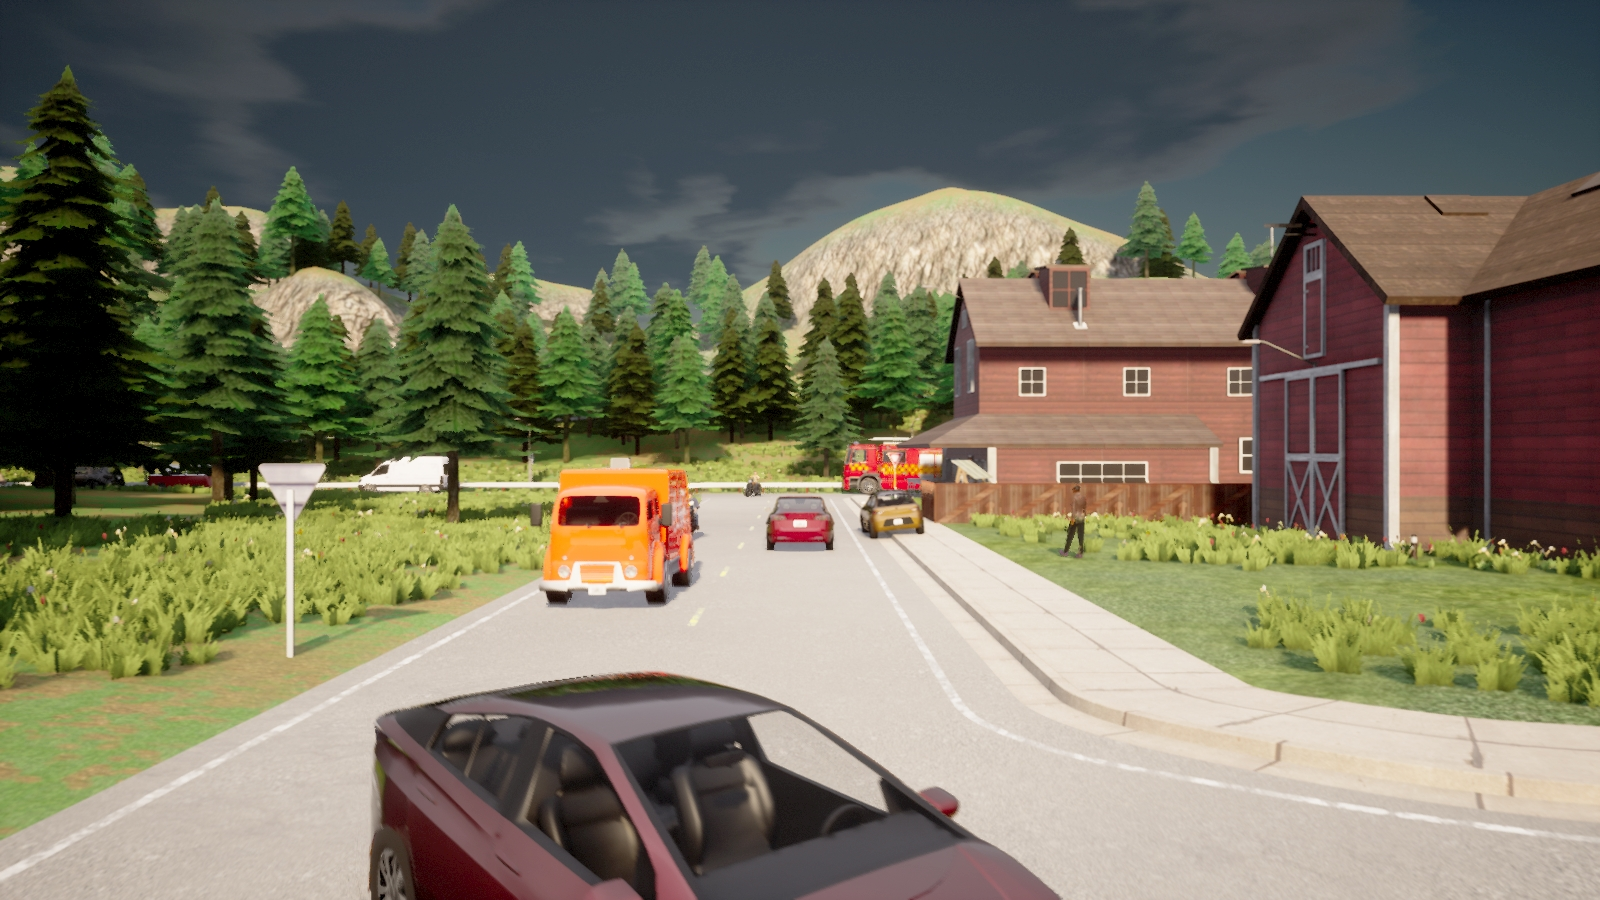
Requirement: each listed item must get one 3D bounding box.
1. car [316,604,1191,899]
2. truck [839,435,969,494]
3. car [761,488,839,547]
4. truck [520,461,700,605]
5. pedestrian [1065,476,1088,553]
[{"bbox_3d":[-0.641,1.863,5.699,2.007,1.525,4.514,-1,1,-40],"label":"car"},{"bbox_3d":[6.872,0.953,76.525,8.468,3.827,2.891,0,0,0],"label":"truck"},{"bbox_3d":[0.006,1.952,34.113,2.163,1.488,4.792,0,0,0],"label":"car"},{"bbox_3d":[-3.497,1.450,22.272,2.627,2.467,5.204,0,0,0],"label":"truck"},{"bbox_3d":[6.760,1.568,27.929,0.375,1.860,0.375,0,0,-24],"label":"pedestrian"}]
